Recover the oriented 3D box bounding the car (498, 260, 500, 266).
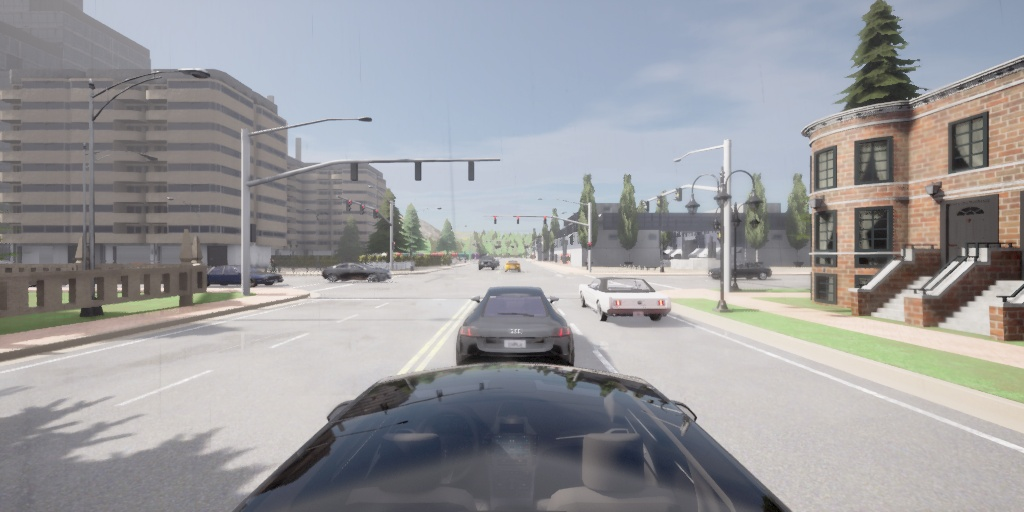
[{"bbox_3d":[-3.570,1.314,61.941,1.994,1.385,4.181,0,0,0],"label":"car"}]

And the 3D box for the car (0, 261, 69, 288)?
[{"bbox_3d":[-31.677,1.228,23.266,5.008,1.535,1.882,0,0,0],"label":"car"}]

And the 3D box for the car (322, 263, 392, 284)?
[{"bbox_3d":[-11.532,1.242,26.728,4.902,1.511,2.128,0,0,0],"label":"car"}]

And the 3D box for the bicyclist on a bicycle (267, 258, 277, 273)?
[{"bbox_3d":[-25.251,1.052,37.744,0.582,1.620,1.656,0,0,0],"label":"bicyclist on a bicycle"}]

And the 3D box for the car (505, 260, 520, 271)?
[{"bbox_3d":[0.091,1.227,47.714,1.882,1.535,5.008,0,0,0],"label":"car"}]

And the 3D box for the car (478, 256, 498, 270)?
[{"bbox_3d":[-3.591,0.971,51.968,2.150,2.045,5.566,0,0,0],"label":"car"}]

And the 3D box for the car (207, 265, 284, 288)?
[{"bbox_3d":[-17.968,1.297,23.257,5.357,1.411,2.033,0,0,0],"label":"car"}]

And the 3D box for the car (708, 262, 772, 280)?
[{"bbox_3d":[19.085,1.255,30.136,4.892,1.490,1.837,0,0,-1],"label":"car"}]

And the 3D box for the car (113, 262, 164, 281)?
[{"bbox_3d":[-27.000,1.227,26.762,5.008,1.535,1.882,0,0,0],"label":"car"}]

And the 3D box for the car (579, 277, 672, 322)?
[{"bbox_3d":[3.581,1.351,12.346,1.895,1.301,4.718,0,0,0],"label":"car"}]

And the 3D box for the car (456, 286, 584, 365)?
[{"bbox_3d":[0.063,1.314,7.497,1.994,1.385,4.181,0,0,0],"label":"car"}]
